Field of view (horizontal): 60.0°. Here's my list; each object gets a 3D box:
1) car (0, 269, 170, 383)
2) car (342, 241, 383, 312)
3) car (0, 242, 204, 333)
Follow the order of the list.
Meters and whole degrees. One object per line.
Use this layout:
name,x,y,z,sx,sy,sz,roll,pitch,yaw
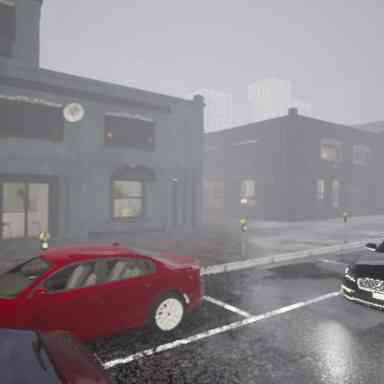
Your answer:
car,-2.421,1.564,1.632,4.181,1.385,1.994,0,0,-35
car,5.119,1.503,7.006,4.892,1.490,1.837,0,0,-35
car,-1.886,1.545,5.198,4.507,1.381,1.887,0,1,-35
